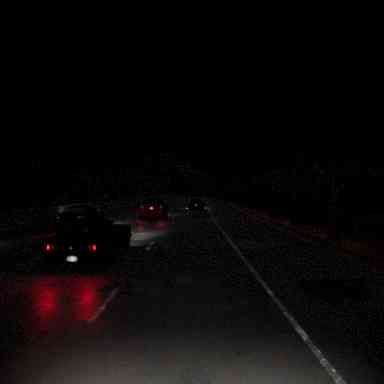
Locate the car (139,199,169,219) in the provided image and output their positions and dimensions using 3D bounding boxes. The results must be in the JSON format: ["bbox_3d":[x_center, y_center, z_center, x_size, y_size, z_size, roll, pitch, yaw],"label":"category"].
[{"bbox_3d":[-3.271,1.363,29.352,2.097,1.767,4.553,0,0,1],"label":"car"}]

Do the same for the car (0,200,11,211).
[{"bbox_3d":[-20.854,1.538,34.894,1.812,1.442,4.674,0,0,2],"label":"car"}]

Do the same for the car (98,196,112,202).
[{"bbox_3d":[-19.598,1.551,75.374,1.812,1.442,4.674,0,0,2],"label":"car"}]

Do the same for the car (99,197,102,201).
[{"bbox_3d":[-16.370,1.566,65.958,2.033,1.411,5.357,0,0,2],"label":"car"}]

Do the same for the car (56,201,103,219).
[{"bbox_3d":[-6.881,1.533,20.720,1.812,1.442,4.674,0,0,0],"label":"car"}]

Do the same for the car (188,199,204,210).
[{"bbox_3d":[0.573,1.579,42.850,1.994,1.385,4.181,0,0,2],"label":"car"}]

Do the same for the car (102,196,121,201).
[{"bbox_3d":[-13.196,1.621,56.279,1.895,1.301,4.718,0,0,2],"label":"car"}]

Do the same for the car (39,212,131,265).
[{"bbox_3d":[-3.398,1.605,11.662,1.895,1.301,4.718,0,0,0],"label":"car"}]
